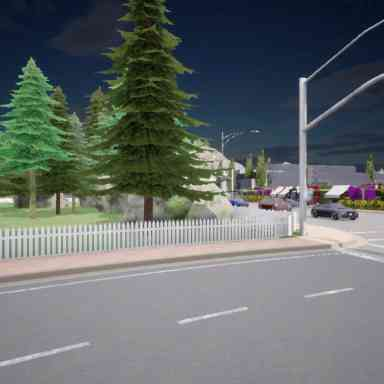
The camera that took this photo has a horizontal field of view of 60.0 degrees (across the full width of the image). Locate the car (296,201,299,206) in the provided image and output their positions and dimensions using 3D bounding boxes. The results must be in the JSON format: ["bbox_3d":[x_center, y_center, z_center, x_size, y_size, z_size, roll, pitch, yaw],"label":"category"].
[{"bbox_3d":[13.490,1.603,49.023,2.033,1.411,5.357,0,0,-16],"label":"car"}]

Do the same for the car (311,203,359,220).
[{"bbox_3d":[12.090,1.619,28.427,1.994,1.385,4.181,0,0,-16],"label":"car"}]

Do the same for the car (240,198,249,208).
[{"bbox_3d":[6.409,1.533,47.613,1.882,1.535,5.008,0,0,-17],"label":"car"}]

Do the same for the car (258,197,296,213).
[{"bbox_3d":[9.337,1.408,37.718,2.097,1.767,4.553,0,0,-16],"label":"car"}]
